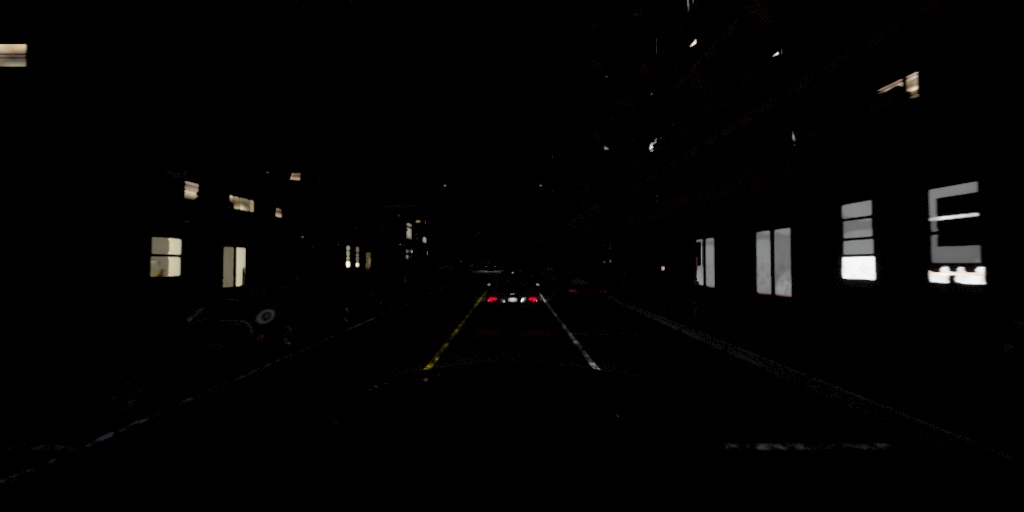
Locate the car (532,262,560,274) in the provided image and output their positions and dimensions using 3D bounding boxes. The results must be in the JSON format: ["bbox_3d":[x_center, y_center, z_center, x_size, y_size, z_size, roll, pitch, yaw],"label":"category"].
[{"bbox_3d":[2.687,1.379,26.010,1.888,1.381,4.507,0,0,0],"label":"car"}]

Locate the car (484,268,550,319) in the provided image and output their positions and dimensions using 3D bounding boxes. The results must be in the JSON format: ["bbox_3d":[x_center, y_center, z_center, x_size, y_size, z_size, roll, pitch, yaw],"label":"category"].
[{"bbox_3d":[0.041,1.337,13.023,2.033,1.411,5.357,0,0,0],"label":"car"}]

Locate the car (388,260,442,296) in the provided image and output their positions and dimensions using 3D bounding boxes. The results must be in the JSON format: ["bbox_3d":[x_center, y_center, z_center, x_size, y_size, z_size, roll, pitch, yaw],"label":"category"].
[{"bbox_3d":[-5.693,1.129,20.261,2.192,1.841,5.009,0,0,0],"label":"car"}]

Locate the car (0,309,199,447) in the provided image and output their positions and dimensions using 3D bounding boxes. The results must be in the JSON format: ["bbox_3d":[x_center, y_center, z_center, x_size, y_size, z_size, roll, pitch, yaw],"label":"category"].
[{"bbox_3d":[-5.690,1.321,3.202,1.948,1.339,4.313,0,0,0],"label":"car"}]

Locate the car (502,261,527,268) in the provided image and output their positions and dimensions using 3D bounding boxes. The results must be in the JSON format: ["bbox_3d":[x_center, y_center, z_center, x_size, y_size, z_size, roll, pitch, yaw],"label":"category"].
[{"bbox_3d":[0.067,1.421,32.490,1.994,1.385,4.181,0,0,0],"label":"car"}]

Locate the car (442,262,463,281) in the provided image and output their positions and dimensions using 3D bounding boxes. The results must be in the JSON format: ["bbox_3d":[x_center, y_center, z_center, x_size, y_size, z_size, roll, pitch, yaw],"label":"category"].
[{"bbox_3d":[-5.703,1.436,31.635,1.802,1.307,4.207,0,0,0],"label":"car"}]

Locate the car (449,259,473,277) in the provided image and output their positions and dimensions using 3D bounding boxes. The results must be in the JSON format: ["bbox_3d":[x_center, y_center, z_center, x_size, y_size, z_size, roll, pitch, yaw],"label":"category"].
[{"bbox_3d":[-5.683,1.189,37.321,2.192,1.841,5.009,0,0,0],"label":"car"}]

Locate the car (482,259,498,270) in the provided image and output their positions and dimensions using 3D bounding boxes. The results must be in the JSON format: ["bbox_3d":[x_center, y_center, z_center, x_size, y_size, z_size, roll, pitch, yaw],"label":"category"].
[{"bbox_3d":[-3.089,1.414,54.260,1.882,1.535,5.008,0,0,0],"label":"car"}]

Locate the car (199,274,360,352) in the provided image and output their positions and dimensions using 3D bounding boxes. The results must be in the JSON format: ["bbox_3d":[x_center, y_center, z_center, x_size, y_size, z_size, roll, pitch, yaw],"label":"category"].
[{"bbox_3d":[-5.691,1.215,8.888,1.967,1.591,4.097,0,0,0],"label":"car"}]

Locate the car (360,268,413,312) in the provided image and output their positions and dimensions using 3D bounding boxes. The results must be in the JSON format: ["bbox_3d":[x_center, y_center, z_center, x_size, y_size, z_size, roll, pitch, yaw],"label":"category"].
[{"bbox_3d":[-5.692,1.360,14.574,1.948,1.339,4.313,0,0,0],"label":"car"}]

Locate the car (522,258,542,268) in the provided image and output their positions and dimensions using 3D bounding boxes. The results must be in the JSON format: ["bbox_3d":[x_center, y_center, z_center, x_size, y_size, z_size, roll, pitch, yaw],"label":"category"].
[{"bbox_3d":[2.684,1.210,43.069,2.192,1.841,5.009,0,0,0],"label":"car"}]

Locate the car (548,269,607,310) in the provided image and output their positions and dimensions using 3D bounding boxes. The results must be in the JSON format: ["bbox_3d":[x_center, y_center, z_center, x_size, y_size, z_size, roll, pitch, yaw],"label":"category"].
[{"bbox_3d":[2.689,1.376,14.636,1.802,1.307,4.207,0,0,0],"label":"car"}]
